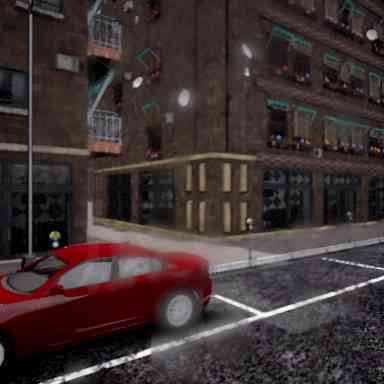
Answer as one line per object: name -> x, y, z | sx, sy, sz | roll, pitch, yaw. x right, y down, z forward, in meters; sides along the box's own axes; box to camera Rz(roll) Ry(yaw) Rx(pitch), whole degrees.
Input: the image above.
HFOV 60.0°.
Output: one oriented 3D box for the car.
car -> -1.727, 1.543, 5.326 | 4.507, 1.381, 1.887 | 0, 0, -36
